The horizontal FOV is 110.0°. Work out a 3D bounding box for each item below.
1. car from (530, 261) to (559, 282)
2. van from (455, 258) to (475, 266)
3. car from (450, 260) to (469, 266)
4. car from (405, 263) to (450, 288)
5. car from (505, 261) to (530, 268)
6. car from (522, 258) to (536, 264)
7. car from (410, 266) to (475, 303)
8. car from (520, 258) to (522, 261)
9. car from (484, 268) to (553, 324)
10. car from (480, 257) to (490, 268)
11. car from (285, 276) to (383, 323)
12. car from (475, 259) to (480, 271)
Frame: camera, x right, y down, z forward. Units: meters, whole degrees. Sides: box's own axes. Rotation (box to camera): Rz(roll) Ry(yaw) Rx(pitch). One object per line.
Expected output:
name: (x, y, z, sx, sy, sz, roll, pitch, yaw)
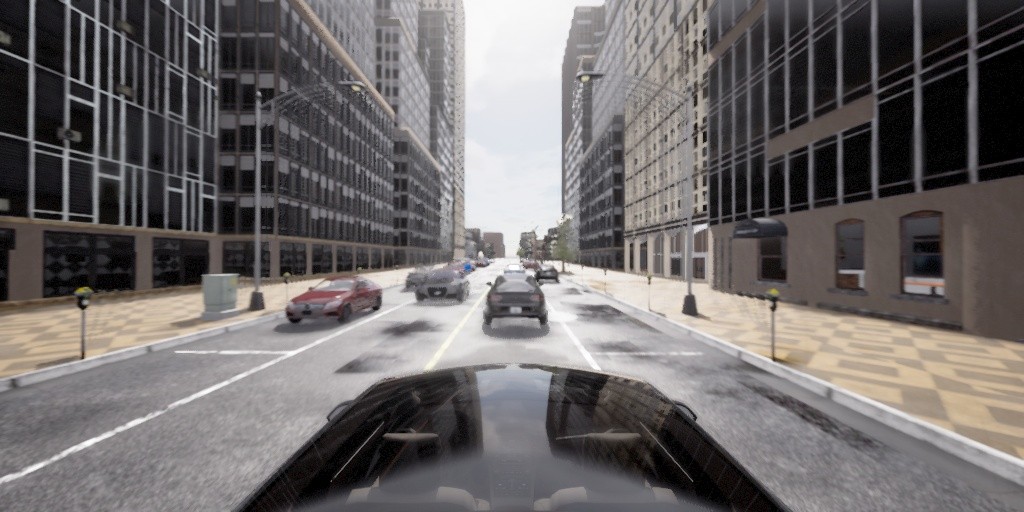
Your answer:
car: (2.761, 1.356, 29.056, 1.948, 1.339, 4.313, 0, 0, 0)
van: (-5.587, 1.126, 40.478, 1.690, 1.789, 3.998, 0, 0, 0)
car: (-5.604, 1.325, 34.785, 1.888, 1.381, 4.507, 0, 0, 0)
car: (-5.636, 1.318, 23.401, 2.007, 1.370, 4.403, 0, 0, 0)
car: (0.173, 1.333, 29.330, 2.033, 1.411, 5.357, 0, 0, 0)
car: (2.826, 1.252, 51.823, 1.967, 1.591, 4.097, 0, 0, 0)
car: (-3.058, 1.328, 16.694, 1.994, 1.385, 4.181, 0, 0, 0)
car: (2.858, 1.403, 63.208, 1.802, 1.307, 4.207, 0, 0, 0)
car: (0.108, 1.290, 11.909, 1.812, 1.442, 4.674, 0, 0, 0)
car: (-5.523, 1.244, 63.246, 1.967, 1.591, 4.097, 0, 0, 0)
car: (-5.668, 1.335, 12.015, 1.802, 1.307, 4.207, 0, 0, 0)
car: (-5.571, 1.373, 46.170, 1.802, 1.307, 4.207, 0, 0, 0)
